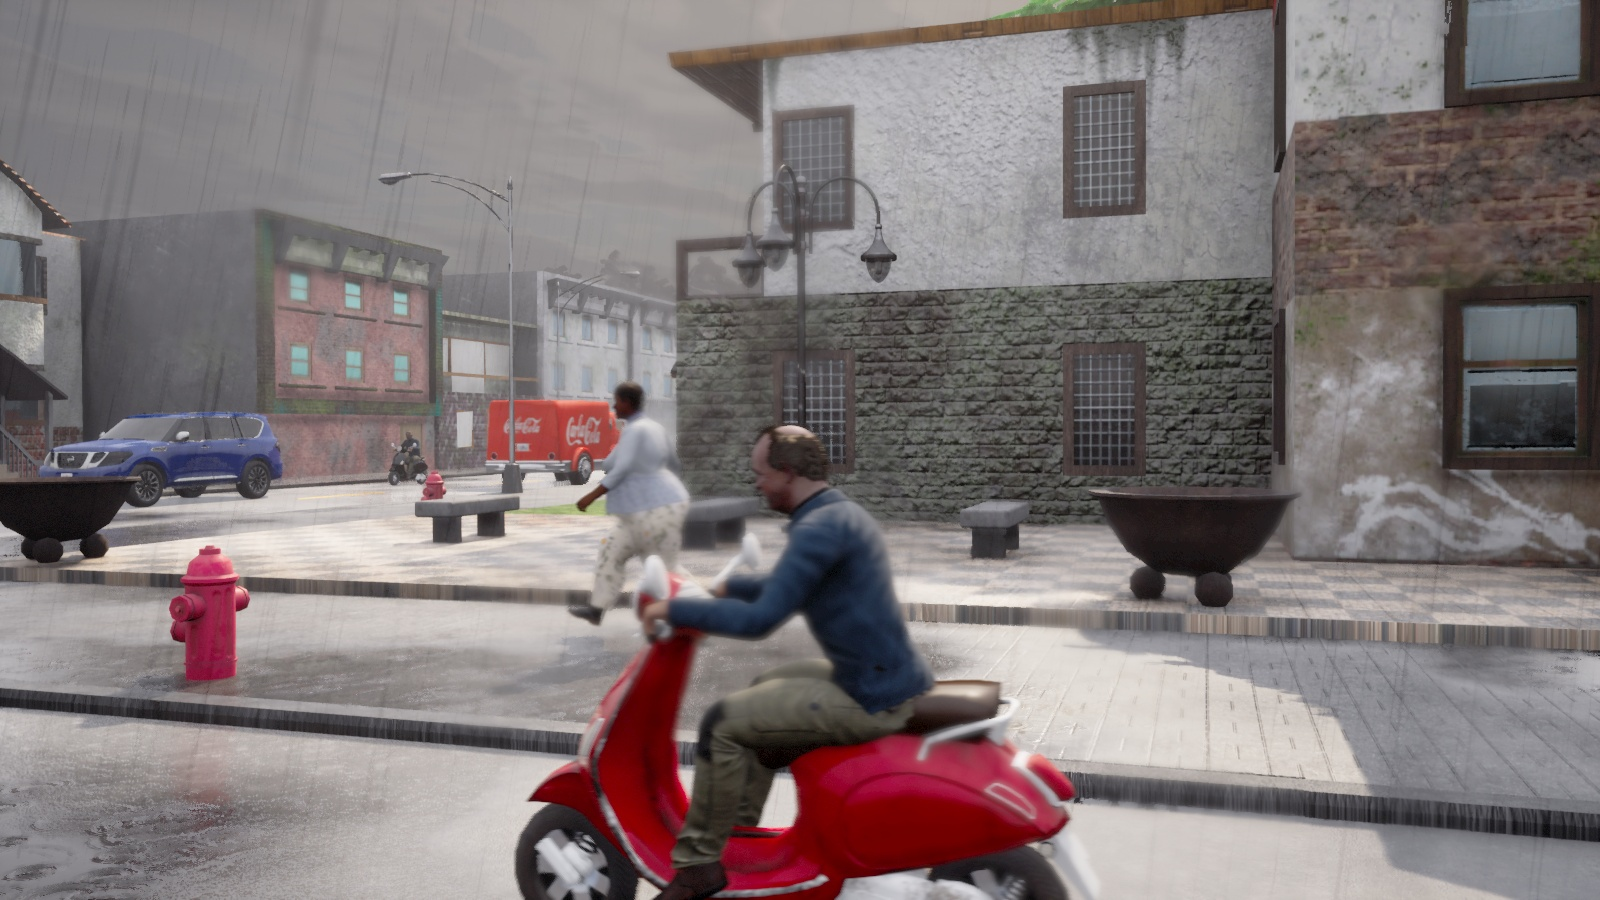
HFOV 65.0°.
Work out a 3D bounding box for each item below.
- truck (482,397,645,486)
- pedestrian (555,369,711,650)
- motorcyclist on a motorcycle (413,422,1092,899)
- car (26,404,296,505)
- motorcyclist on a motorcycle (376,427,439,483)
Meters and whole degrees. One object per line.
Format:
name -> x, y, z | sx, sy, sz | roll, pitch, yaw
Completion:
truck -> -6.948, -0.287, 37.598 | 2.627, 2.467, 5.204 | 1, 1, 18
pedestrian -> -1.142, 0.385, 8.761 | 0.900, 1.855, 0.874 | 0, 1, 5
motorcyclist on a motorcycle -> -0.101, 0.720, 3.718 | 1.817, 1.590, 0.866 | 0, 1, 18
car -> -14.159, 0.039, 28.316 | 2.150, 2.045, 5.566 | 0, 1, 17
motorcyclist on a motorcycle -> -11.446, 0.149, 36.706 | 0.866, 1.590, 1.817 | 1, 0, 18
